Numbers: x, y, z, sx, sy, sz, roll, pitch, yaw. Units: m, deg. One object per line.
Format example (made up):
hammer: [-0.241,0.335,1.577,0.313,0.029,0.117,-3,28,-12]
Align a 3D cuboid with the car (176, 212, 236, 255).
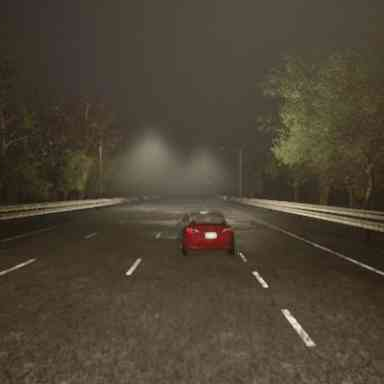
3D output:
car: [0.451,1.508,13.485,2.163,1.488,4.792,0,0,-5]
